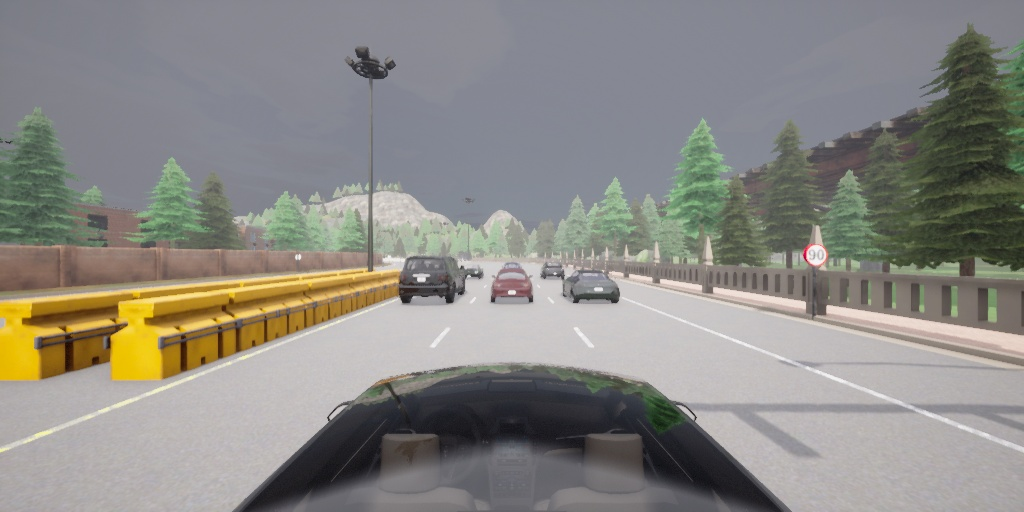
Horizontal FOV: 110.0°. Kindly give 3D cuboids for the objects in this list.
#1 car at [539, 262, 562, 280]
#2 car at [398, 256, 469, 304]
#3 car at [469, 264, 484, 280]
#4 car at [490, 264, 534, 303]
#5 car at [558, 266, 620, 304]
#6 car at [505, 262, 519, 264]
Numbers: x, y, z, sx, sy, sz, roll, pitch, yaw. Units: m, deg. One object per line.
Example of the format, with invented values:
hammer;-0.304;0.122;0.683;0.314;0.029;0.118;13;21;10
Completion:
car;3.500;1.243;31.500;2.128;1.511;4.902;0;0;0
car;-3.500;1.005;16.530;2.150;2.045;5.566;0;0;0
car;-3.500;1.364;31.530;1.895;1.301;4.718;0;0;0
car;0.000;1.280;16.500;1.812;1.442;4.674;0;0;0
car;3.500;1.320;16.500;1.994;1.385;4.181;0;0;0
car;0.000;1.280;31.500;1.812;1.442;4.674;0;0;0
